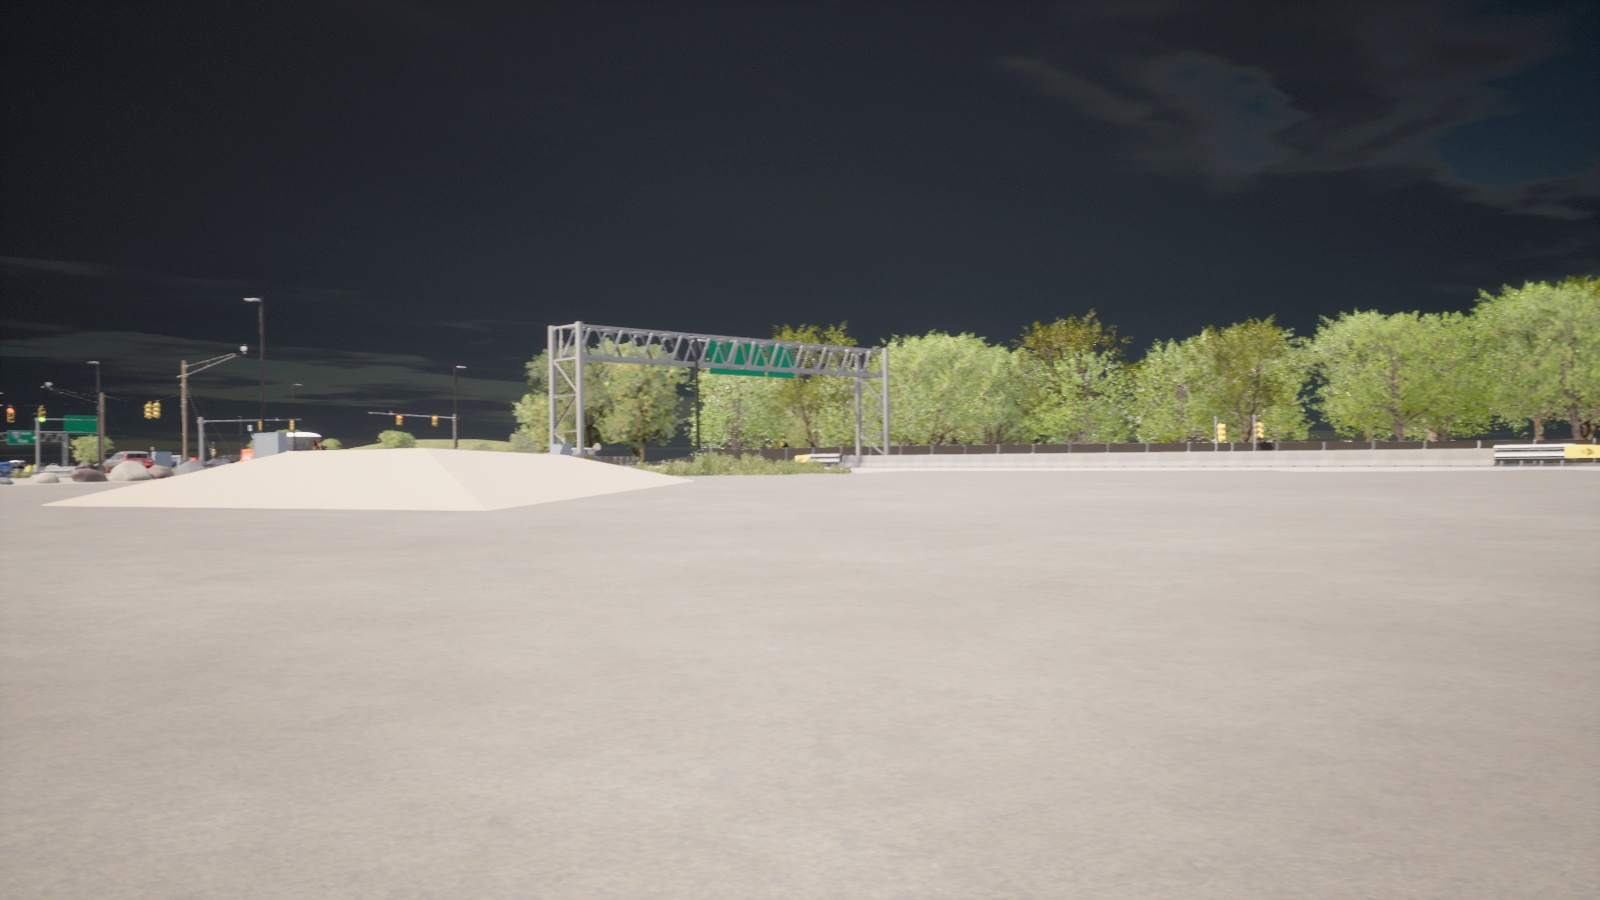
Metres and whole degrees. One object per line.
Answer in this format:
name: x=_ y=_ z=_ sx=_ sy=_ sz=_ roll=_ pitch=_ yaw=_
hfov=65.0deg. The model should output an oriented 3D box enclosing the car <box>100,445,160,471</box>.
car: x=-43.838 y=0.531 z=82.118 sx=2.242 sy=1.667 sz=4.611 roll=0 pitch=-1 yaw=-45
